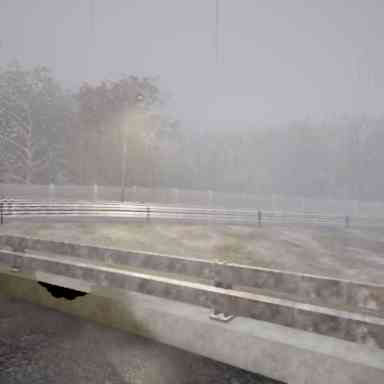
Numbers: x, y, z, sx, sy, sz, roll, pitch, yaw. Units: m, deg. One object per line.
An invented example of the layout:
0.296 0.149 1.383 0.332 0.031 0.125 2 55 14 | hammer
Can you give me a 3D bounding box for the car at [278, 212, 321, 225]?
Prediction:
11.820 2.855 36.876 4.718 1.301 1.895 4 -1 -20 | car
